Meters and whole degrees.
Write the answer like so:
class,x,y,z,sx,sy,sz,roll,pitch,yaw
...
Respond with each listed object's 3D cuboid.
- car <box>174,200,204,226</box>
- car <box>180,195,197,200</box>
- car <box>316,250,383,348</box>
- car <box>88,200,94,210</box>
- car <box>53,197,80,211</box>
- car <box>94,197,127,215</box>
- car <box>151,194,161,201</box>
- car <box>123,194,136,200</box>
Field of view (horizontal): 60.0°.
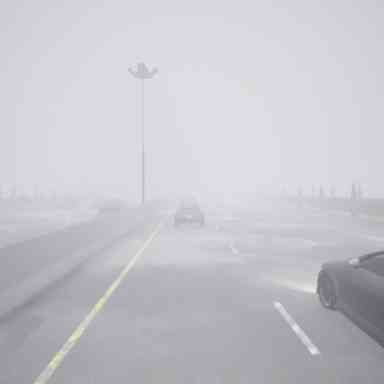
class,x,y,z,sx,sy,sz,roll,pitch,yaw
car,-0.193,1.464,22.692,1.994,1.385,4.181,0,0,-1
car,-0.436,1.175,40.508,2.097,1.767,4.553,0,0,-1
car,3.496,1.532,5.029,1.994,1.385,4.181,0,0,0
car,-11.119,1.379,40.350,1.812,1.442,4.674,0,0,-1
car,-14.603,1.374,38.987,1.837,1.490,4.892,0,0,-1
car,-7.513,1.358,31.892,1.882,1.535,5.008,0,0,-1
car,-7.999,1.168,74.408,1.837,1.490,4.892,0,0,-1
car,-15.080,1.180,80.300,2.128,1.511,4.902,0,0,-1
